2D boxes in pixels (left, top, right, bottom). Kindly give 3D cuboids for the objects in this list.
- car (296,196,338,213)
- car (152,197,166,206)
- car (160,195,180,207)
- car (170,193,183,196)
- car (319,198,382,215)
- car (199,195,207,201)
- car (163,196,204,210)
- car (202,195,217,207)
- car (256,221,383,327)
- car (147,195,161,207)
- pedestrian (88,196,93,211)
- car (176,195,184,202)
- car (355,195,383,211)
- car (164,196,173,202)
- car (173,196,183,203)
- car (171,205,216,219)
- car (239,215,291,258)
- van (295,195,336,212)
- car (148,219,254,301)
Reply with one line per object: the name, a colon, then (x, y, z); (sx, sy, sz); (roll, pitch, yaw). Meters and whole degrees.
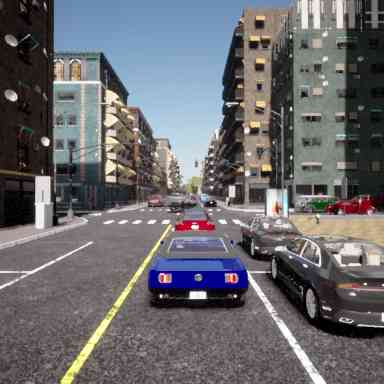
car: (13.415, 1.272, 34.904); (4.553, 1.767, 2.097); (0, -1, 1)
car: (-5.549, 1.566, 56.319); (1.887, 1.381, 4.507); (1, 0, 0)
car: (-2.990, 1.565, 48.672); (2.033, 1.411, 5.357); (0, 0, 1)
car: (-2.942, 1.244, 58.673); (2.150, 2.045, 5.566); (0, 0, 1)
car: (13.770, 1.413, 29.101); (4.206, 1.307, 1.802); (0, 0, 1)
car: (2.909, 1.581, 89.686); (1.887, 1.381, 4.507); (1, 0, 0)
car: (-0.927, 1.566, 39.360); (2.128, 1.511, 4.902); (0, 0, 26)
car: (2.818, 1.585, 50.688); (1.947, 1.339, 4.313); (1, 0, 0)
car: (2.846, 1.553, 6.925); (2.008, 1.369, 4.403); (1, 0, 0)
car: (-5.558, 1.334, 50.748); (2.192, 1.841, 5.009); (1, 0, 0)
pedestrian: (-12.435, 1.347, 40.688); (0.375, 1.860, 0.375); (0, 0, 1)
car: (-2.817, 1.532, 79.024); (1.837, 1.490, 4.892); (0, 0, 0)
car: (19.377, 1.228, 37.431); (5.009, 1.841, 2.192); (0, 0, 1)
car: (-5.497, 1.597, 78.603); (1.947, 1.339, 4.313); (1, 0, 0)
car: (-2.850, 1.591, 68.615); (1.994, 1.385, 4.181); (0, 0, 0)
car: (0.135, 1.569, 17.174); (1.994, 1.385, 4.181); (0, 0, 0)
car: (2.859, 1.555, 12.495); (2.008, 1.369, 4.403); (1, 0, 0)
van: (13.850, 1.296, 37.483); (3.998, 1.788, 1.690); (0, 0, 1)
car: (0.119, 1.603, 8.311); (1.895, 1.301, 4.718); (0, 0, 0)
